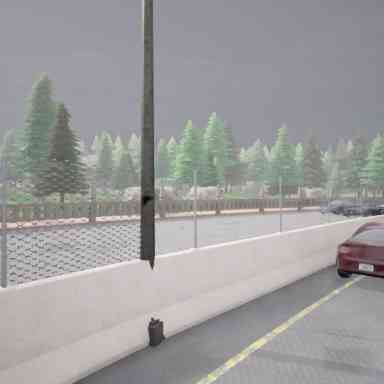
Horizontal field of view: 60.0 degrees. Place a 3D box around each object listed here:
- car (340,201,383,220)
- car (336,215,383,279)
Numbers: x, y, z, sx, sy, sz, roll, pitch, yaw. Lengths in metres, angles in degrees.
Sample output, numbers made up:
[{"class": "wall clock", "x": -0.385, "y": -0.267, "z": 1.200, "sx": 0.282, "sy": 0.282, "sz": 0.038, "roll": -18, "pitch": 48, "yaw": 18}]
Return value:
[{"class": "car", "x": 15.138, "y": 1.564, "z": 29.203, "sx": 4.181, "sy": 1.385, "sz": 1.994, "roll": 0, "pitch": 0, "yaw": -34}, {"class": "car", "x": 5.507, "y": 1.526, "z": 9.112, "sx": 1.812, "sy": 1.442, "sz": 4.674, "roll": 0, "pitch": 0, "yaw": 44}]
